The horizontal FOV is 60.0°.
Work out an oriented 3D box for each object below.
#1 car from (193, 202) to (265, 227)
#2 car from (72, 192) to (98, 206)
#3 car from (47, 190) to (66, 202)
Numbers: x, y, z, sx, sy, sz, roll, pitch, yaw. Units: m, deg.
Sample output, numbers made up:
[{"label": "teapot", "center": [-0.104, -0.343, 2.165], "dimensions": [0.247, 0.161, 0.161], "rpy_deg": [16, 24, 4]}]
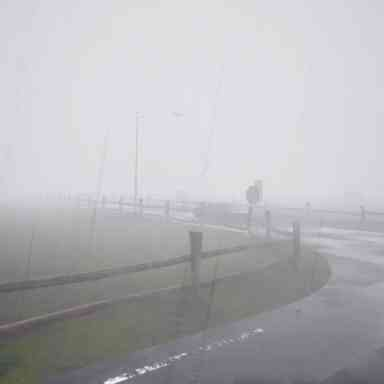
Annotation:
[{"label": "car", "center": [2.255, 1.343, 20.525], "dimensions": [2.033, 1.411, 5.357], "rpy_deg": [1, 0, -36]}, {"label": "car", "center": [-13.742, 0.790, 42.563], "dimensions": [2.097, 1.767, 4.553], "rpy_deg": [1, 0, -36]}, {"label": "car", "center": [-21.946, 0.557, 53.862], "dimensions": [2.097, 1.767, 4.553], "rpy_deg": [1, 0, -36]}]
